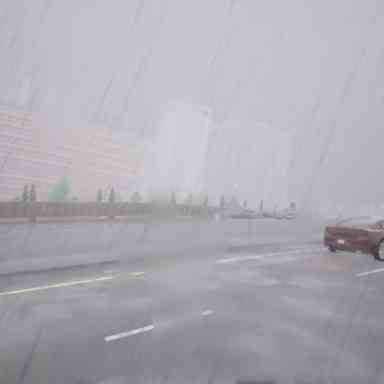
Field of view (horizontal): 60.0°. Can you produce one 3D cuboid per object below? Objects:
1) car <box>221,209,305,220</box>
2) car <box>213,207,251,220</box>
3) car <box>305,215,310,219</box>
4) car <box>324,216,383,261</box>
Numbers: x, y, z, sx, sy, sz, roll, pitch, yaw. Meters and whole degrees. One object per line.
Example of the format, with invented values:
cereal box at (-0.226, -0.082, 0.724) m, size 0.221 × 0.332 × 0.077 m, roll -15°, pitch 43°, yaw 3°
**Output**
car at (4.317, 1.896, 19.968) m, size 4.718 × 1.301 × 1.895 m, roll 3°, pitch -2°, yaw -35°
car at (3.979, 2.058, 28.322) m, size 4.902 × 1.511 × 2.128 m, roll 5°, pitch -3°, yaw -35°
car at (7.387, 2.179, 26.453) m, size 4.902 × 1.511 × 2.128 m, roll 5°, pitch -3°, yaw -35°
car at (7.326, 1.714, 13.271) m, size 5.008 × 1.535 × 1.882 m, roll 3°, pitch -2°, yaw -35°
